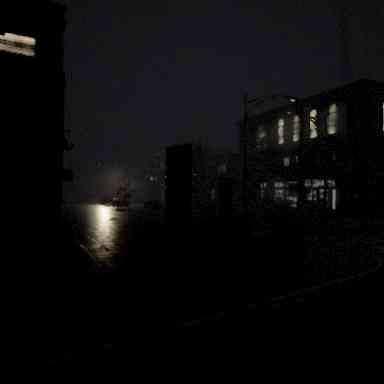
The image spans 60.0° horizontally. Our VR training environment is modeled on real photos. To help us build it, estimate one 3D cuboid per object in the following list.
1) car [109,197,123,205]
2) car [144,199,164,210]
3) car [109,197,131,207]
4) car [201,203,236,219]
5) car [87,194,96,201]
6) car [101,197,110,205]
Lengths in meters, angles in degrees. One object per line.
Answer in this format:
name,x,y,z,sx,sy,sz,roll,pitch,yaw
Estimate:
car,-15.248,1.793,66.498,1.802,1.307,4.206,1,-1,-26
car,-5.401,1.722,46.710,1.887,1.381,4.507,1,-1,-26
car,-11.252,1.744,52.931,1.895,1.301,4.718,1,-1,-26
car,2.403,1.701,31.094,2.008,1.369,4.403,1,-1,-26
car,-27.552,1.567,91.236,2.192,1.841,5.009,1,-1,-26
car,-15.642,1.636,61.760,1.882,1.535,5.008,1,-1,-26
